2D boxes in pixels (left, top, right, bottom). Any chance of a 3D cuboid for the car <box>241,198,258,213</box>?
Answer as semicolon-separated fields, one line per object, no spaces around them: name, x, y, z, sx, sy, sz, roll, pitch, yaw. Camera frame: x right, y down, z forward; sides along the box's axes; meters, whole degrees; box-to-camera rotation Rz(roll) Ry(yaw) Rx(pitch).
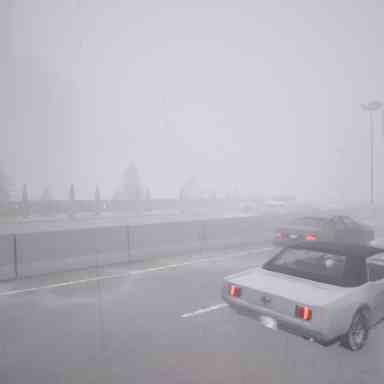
car;7.183;1.445;36.854;2.097;1.767;4.553;0;0;34

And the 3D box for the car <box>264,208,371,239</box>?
car;5.270;1.558;12.981;5.357;1.411;2.033;0;0;-43

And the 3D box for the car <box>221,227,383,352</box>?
car;2.840;1.603;6.223;4.718;1.301;1.895;0;0;-39

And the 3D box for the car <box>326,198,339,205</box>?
car;27.186;1.787;64.403;1.994;1.385;4.181;0;0;15

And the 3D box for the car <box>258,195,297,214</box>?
car;8.982;1.298;33.246;2.150;2.045;5.566;0;0;36

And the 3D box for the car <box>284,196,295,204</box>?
car;21.993;1.807;75.177;1.882;1.535;5.008;0;0;9

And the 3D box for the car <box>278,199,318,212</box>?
car;9.192;1.578;27.826;1.812;1.442;4.674;0;0;38
